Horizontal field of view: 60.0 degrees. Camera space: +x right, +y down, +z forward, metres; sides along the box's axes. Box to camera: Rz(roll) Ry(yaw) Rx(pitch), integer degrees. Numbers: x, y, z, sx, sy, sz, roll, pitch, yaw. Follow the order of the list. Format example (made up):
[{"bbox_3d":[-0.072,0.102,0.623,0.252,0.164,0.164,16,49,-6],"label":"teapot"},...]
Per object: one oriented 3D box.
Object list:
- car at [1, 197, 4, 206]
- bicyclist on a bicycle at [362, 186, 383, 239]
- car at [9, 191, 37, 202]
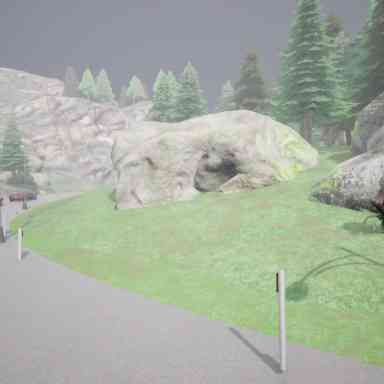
[{"bbox_3d":[-20.914,0.784,34.037,1.882,1.535,5.008,0,2,-11],"label":"car"},{"bbox_3d":[5.492,0.467,9.331,1.656,1.620,0.582,-8,11,-10],"label":"bicyclist on a bicycle"},{"bbox_3d":[-22.209,0.503,43.875,1.994,1.385,4.181,0,2,0],"label":"car"}]
